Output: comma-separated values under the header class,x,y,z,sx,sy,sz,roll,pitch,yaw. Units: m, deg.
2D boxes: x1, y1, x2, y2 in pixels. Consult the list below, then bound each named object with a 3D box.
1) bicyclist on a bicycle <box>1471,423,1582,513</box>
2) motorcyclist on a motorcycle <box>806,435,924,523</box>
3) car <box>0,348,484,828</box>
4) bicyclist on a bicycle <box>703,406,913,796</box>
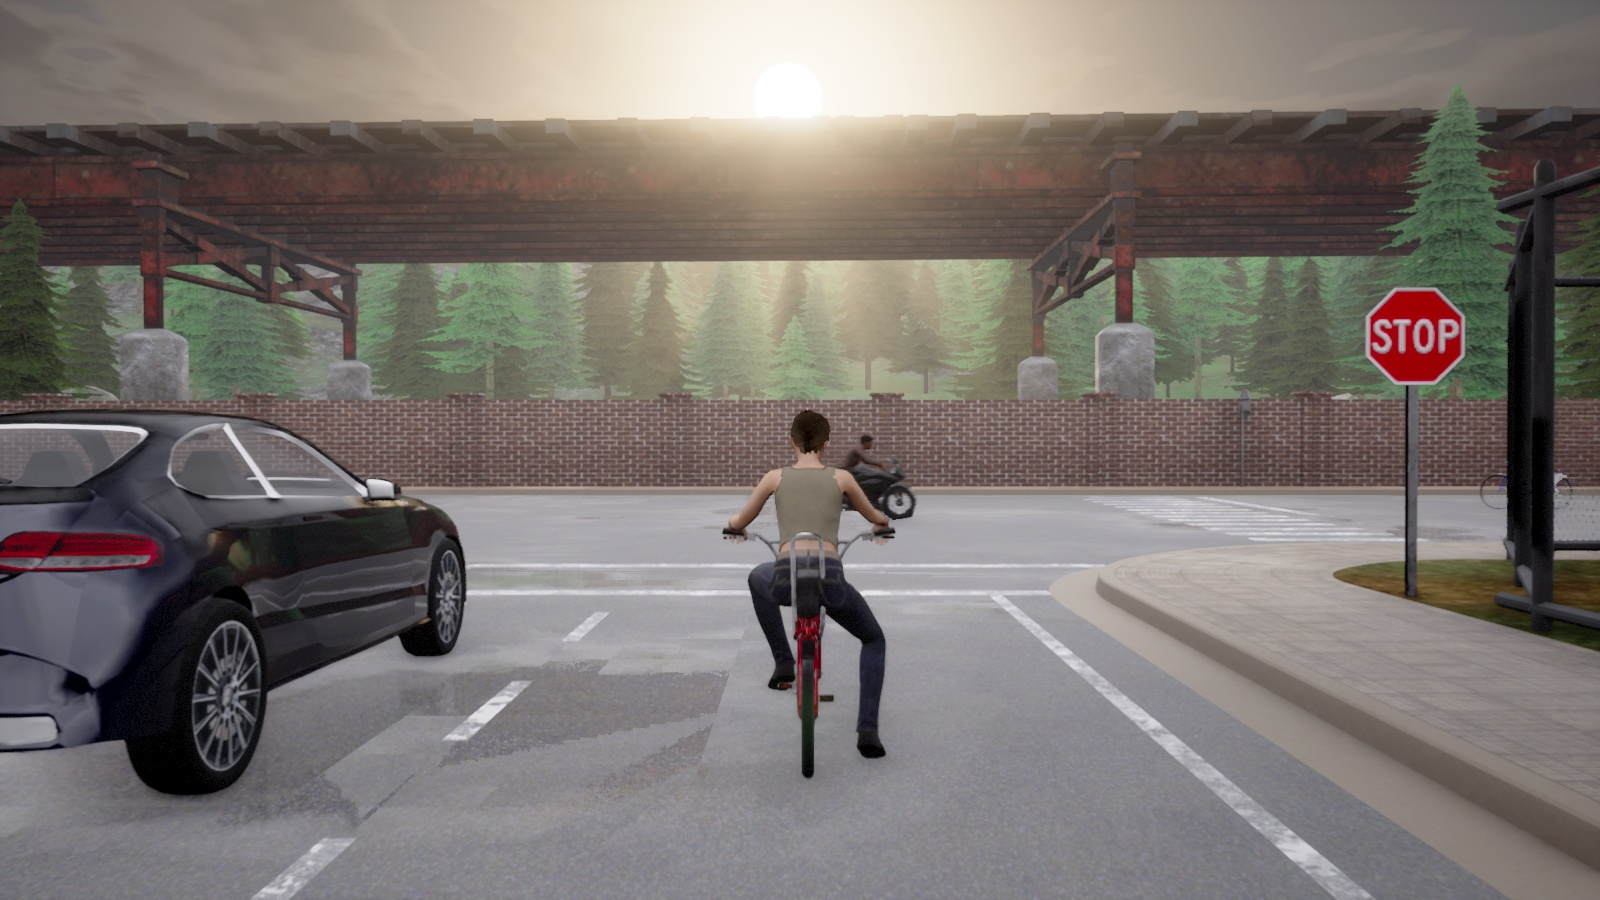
class,x,y,z,sx,sy,sz,roll,pitch,yaw
bicyclist on a bicycle,14.671,0.356,25.383,1.843,1.776,0.659,0,1,1
motorcyclist on a motorcycle,1.140,0.491,22.164,2.044,1.523,0.797,0,1,2
car,-3.446,0.448,6.837,2.152,1.651,5.027,0,1,0
bicyclist on a bicycle,0.041,0.618,5.950,0.866,1.612,1.509,0,1,1
